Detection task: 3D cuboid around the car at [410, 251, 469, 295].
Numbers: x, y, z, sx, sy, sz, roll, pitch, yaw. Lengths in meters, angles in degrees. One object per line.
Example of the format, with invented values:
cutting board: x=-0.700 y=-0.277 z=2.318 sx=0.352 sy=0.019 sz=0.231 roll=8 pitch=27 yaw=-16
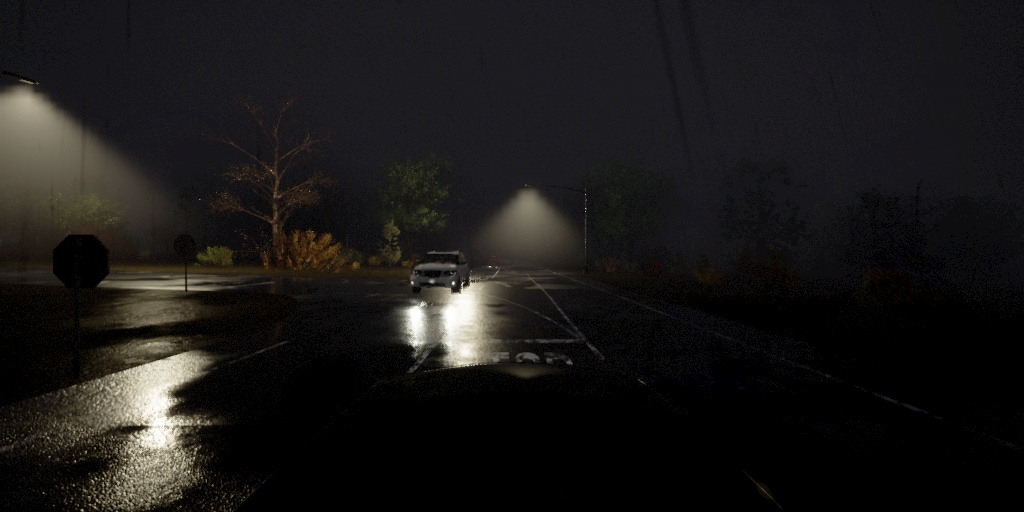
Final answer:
car: x=-3.490 y=0.743 z=18.388 sx=2.150 sy=2.045 sz=5.566 roll=1 pitch=0 yaw=0
